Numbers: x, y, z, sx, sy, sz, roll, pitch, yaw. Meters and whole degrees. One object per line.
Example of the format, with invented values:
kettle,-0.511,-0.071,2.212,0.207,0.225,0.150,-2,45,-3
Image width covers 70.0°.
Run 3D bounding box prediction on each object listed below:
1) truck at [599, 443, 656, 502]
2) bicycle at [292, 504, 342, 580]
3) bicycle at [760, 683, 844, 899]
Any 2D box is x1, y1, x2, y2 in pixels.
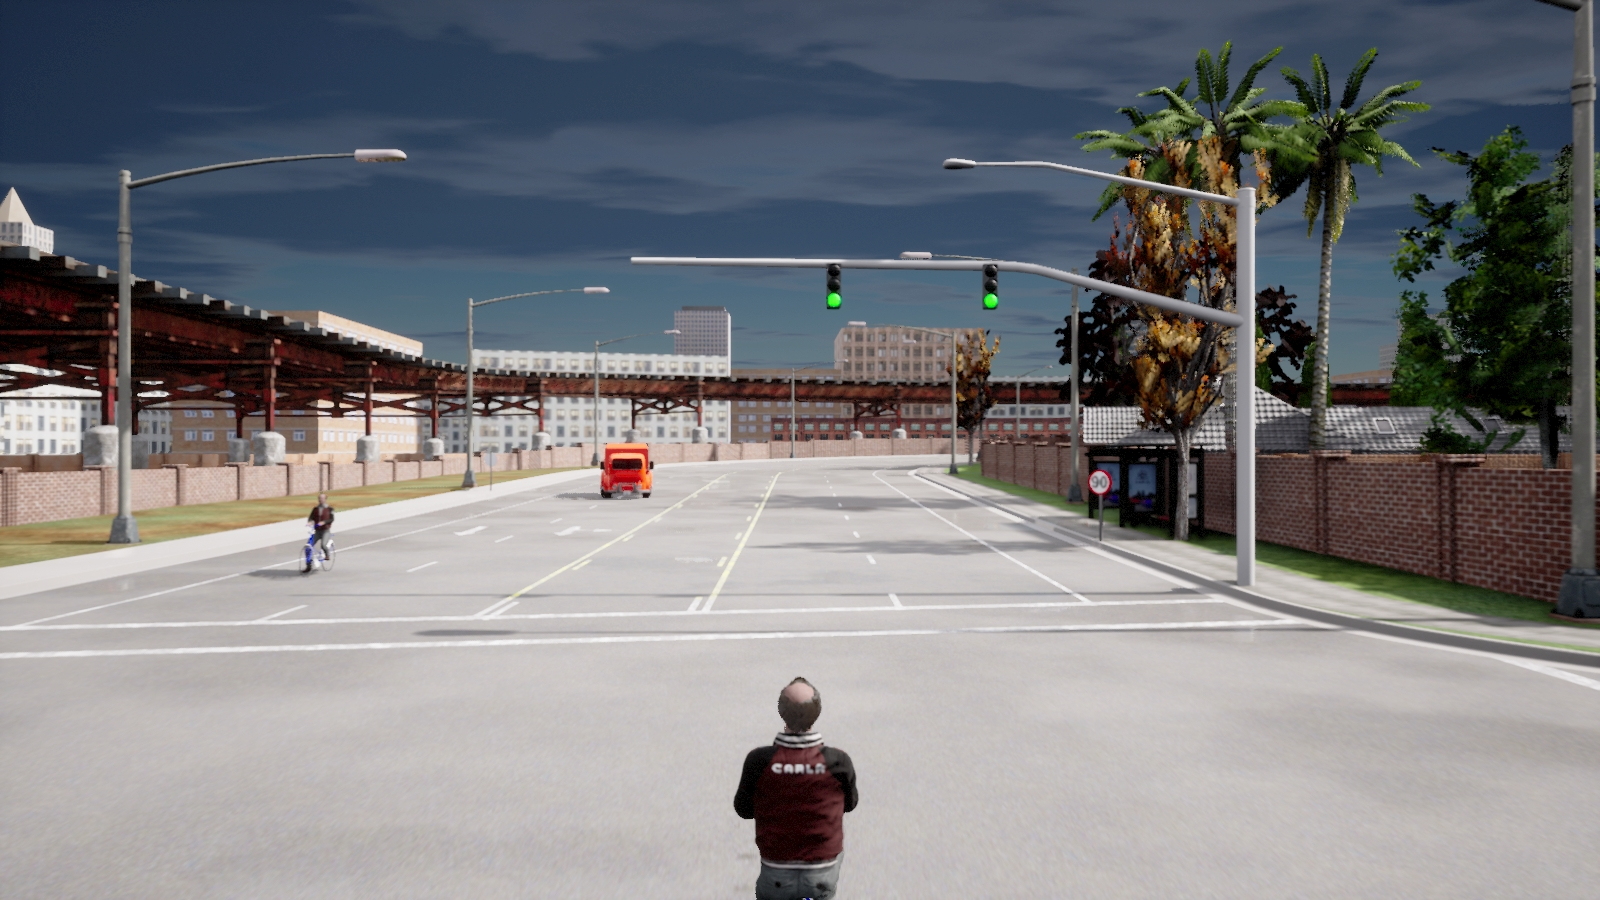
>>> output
truck,-8.457,1.019,55.768,2.627,2.467,5.204,0,4,-9
bicycle,-10.489,1.967,24.870,0.329,1.496,1.835,0,0,0
bicycle,0.011,2.041,5.402,0.329,1.496,1.835,0,0,0
